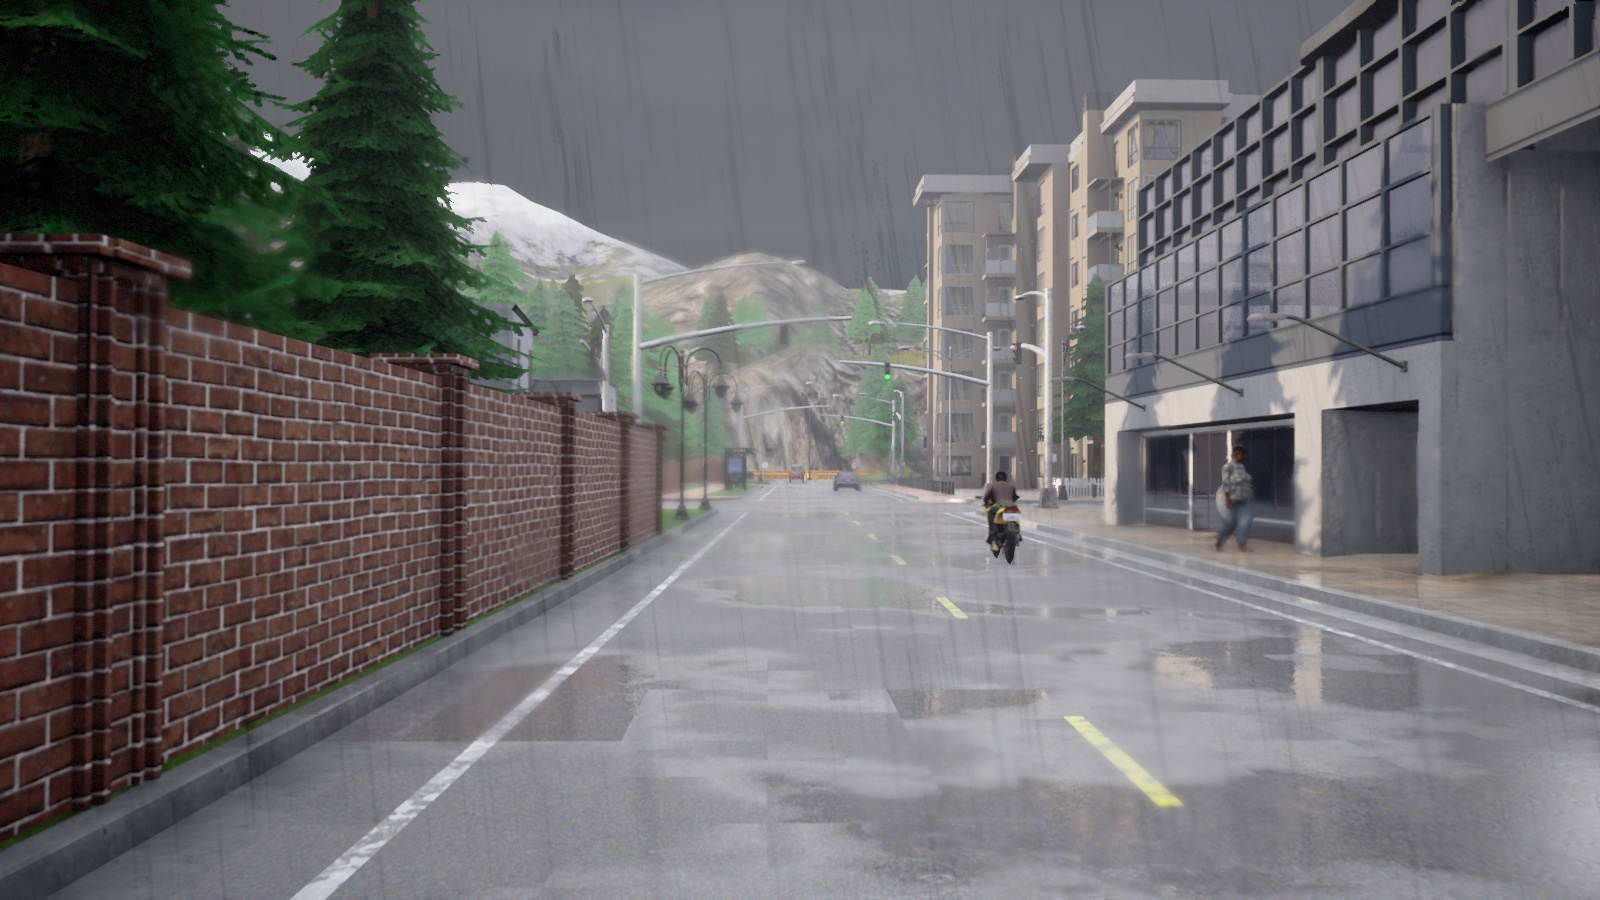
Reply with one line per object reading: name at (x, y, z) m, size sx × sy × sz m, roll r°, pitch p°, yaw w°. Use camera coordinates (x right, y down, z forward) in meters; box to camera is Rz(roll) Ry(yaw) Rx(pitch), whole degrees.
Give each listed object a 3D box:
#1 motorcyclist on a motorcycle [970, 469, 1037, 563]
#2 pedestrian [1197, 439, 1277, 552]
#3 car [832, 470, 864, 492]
motorcyclist on a motorcycle at (3.447, 1.095, 21.433) m, size 0.797 × 1.523 × 2.044 m, roll 0°, pitch -1°, yaw 0°
pedestrian at (7.381, 0.755, 21.221) m, size 0.874 × 1.855 × 0.900 m, roll 0°, pitch -1°, yaw -30°
car at (3.286, 2.125, 86.963) m, size 2.033 × 1.411 × 5.357 m, roll 0°, pitch -1°, yaw 0°
